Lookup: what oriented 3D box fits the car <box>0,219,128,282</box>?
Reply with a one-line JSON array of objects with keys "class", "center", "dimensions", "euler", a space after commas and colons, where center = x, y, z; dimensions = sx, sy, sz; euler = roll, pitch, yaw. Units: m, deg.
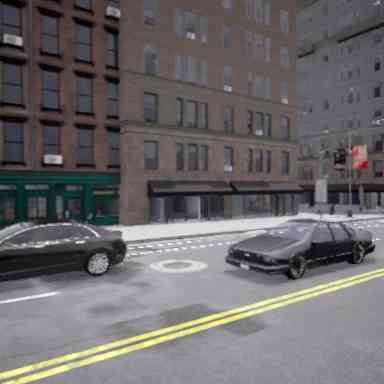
[{"class": "car", "center": [-4.123, 1.510, 8.729], "dimensions": [4.892, 1.490, 1.837], "euler": [0, 0, -35]}]

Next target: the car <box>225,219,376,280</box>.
[{"class": "car", "center": [3.542, 1.559, 10.201], "dimensions": [5.357, 1.411, 2.033], "euler": [0, 0, -35]}]
